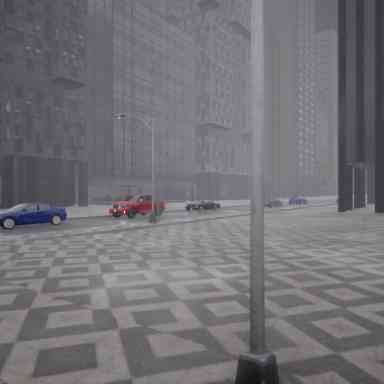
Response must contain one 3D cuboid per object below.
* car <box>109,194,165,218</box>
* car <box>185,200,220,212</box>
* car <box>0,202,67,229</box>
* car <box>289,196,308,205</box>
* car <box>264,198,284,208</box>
[{"bbox_3d":[-4.761,1.189,29.814,2.150,2.045,5.566,0,0,36],"label":"car"},{"bbox_3d":[1.230,1.555,38.002,1.895,1.301,4.718,0,0,36],"label":"car"},{"bbox_3d":[-10.694,1.459,21.696,1.882,1.535,5.008,0,0,36],"label":"car"},{"bbox_3d":[17.656,1.401,55.065,1.882,1.535,5.008,0,0,36],"label":"car"},{"bbox_3d":[10.837,1.486,45.732,2.033,1.411,5.357,0,0,37],"label":"car"}]
